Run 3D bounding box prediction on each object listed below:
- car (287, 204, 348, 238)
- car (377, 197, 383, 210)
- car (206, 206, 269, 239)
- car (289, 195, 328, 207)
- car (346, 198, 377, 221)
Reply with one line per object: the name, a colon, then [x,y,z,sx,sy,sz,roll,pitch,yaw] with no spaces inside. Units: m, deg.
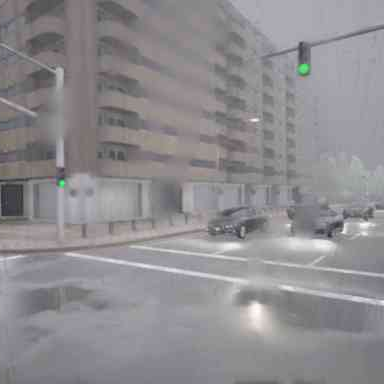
car: [6.841,1.596,18.042,1.994,1.385,4.181,-1,0,35]
car: [25.250,1.393,43.299,2.097,1.767,4.553,-1,0,36]
car: [2.618,1.571,18.134,1.837,1.490,4.892,-1,0,35]
car: [9.985,1.284,28.409,2.150,2.045,5.566,-1,1,36]
car: [13.857,1.542,27.782,1.837,1.490,4.892,-1,-1,36]
